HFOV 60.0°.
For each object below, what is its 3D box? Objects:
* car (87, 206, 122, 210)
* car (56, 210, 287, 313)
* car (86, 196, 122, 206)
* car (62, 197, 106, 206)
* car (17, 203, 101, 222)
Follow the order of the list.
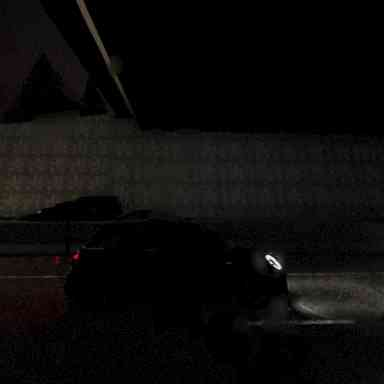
[{"bbox_3d":[-2.603,1.661,17.921,5.357,1.411,2.033,0,0,-4],"label":"car"},{"bbox_3d":[-0.284,1.403,7.365,4.553,1.767,2.097,1,0,-4],"label":"car"},{"bbox_3d":[-8.688,1.365,28.000,5.566,2.045,2.150,0,0,-4],"label":"car"},{"bbox_3d":[-9.039,1.467,24.463,4.553,1.767,2.097,0,0,-4],"label":"car"},{"bbox_3d":[-8.470,1.619,20.981,4.674,1.442,1.812,0,0,-4],"label":"car"}]
